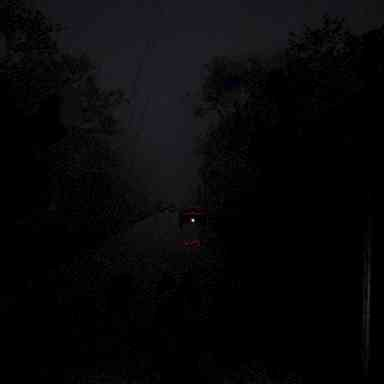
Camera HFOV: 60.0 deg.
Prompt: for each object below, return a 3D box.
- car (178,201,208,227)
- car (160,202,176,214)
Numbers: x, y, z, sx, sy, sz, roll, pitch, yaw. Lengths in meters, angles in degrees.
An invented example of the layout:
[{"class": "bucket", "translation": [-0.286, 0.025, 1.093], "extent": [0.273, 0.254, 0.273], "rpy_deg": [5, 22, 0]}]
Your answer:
[{"class": "car", "translation": [0.059, 1.640, 24.112], "extent": [1.837, 1.490, 4.892], "rpy_deg": [0, -1, 0]}, {"class": "car", "translation": [-2.975, 1.986, 42.484], "extent": [2.033, 1.411, 5.357], "rpy_deg": [0, -1, 0]}]
